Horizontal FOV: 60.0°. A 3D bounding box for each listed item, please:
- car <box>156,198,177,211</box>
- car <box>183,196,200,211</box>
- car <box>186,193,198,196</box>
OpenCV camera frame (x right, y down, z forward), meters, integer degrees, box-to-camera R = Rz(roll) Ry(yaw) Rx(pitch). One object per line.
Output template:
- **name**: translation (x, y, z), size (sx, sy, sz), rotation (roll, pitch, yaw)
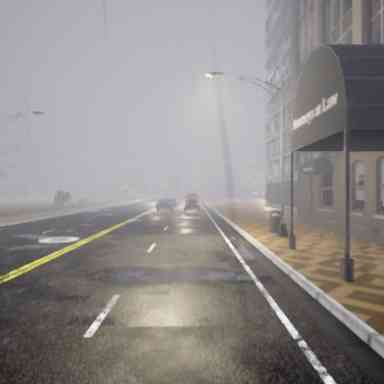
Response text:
- **car**: translation (-3.240, 1.469, 39.948), size (2.128, 1.511, 4.902), rotation (0, 0, 0)
- **car**: translation (0.010, 1.502, 40.364), size (1.812, 1.442, 4.674), rotation (0, 0, 0)
- **car**: translation (0.013, 1.192, 50.430), size (2.150, 2.045, 5.566), rotation (0, 0, 0)
